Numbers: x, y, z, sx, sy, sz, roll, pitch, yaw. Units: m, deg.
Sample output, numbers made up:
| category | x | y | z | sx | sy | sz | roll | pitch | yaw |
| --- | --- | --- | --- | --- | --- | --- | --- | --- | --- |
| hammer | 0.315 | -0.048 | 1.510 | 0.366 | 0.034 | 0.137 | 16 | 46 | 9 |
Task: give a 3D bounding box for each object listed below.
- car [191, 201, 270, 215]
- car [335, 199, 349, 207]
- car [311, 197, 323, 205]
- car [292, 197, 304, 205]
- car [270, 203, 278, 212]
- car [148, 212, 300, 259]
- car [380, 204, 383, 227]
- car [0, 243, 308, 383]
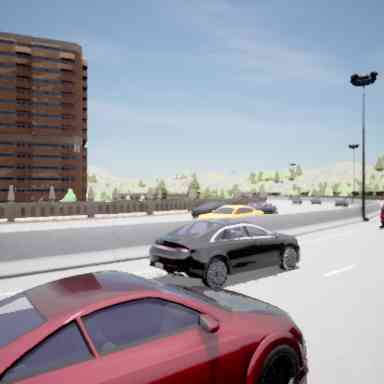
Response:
| category | x | y | z | sx | sy | sz | roll | pitch | yaw |
| --- | --- | --- | --- | --- | --- | --- | --- | --- | --- |
| car | 2.426 | 1.553 | 20.207 | 1.882 | 1.535 | 5.008 | 0 | 0 | 45 |
| car | 24.830 | 1.814 | 55.148 | 1.994 | 1.385 | 4.181 | 0 | 0 | 21 |
| car | 24.286 | 1.806 | 64.897 | 1.812 | 1.442 | 4.674 | 0 | 0 | 16 |
| car | 20.821 | 1.775 | 65.496 | 1.837 | 1.490 | 4.892 | 0 | 0 | 16 |
| car | 5.801 | 1.606 | 29.055 | 2.128 | 1.511 | 4.902 | 0 | 0 | 40 |
| car | 1.108 | 1.526 | 9.344 | 4.902 | 1.511 | 2.128 | 0 | 0 | -39 |
| car | 14.522 | 1.336 | 22.794 | 2.150 | 2.045 | 5.566 | 0 | 0 | 40 |
| car | -0.688 | 1.573 | 3.463 | 4.181 | 1.385 | 1.994 | 0 | 0 | -36 |
